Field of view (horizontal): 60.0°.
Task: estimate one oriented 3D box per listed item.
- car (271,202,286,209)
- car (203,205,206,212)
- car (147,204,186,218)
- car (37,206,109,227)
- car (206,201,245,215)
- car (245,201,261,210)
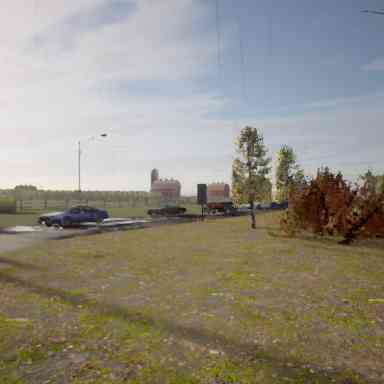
[{"bbox_3d":[15.071,1.716,55.987,2.150,2.045,5.566,-1,-1,32],"label":"car"},{"bbox_3d":[3.297,1.911,43.895,1.837,1.490,4.892,-1,-2,32],"label":"car"},{"bbox_3d":[-2.585,1.900,34.474,1.895,1.301,4.718,-1,-1,32],"label":"car"},{"bbox_3d":[-8.665,1.741,24.808,2.033,1.411,5.357,-1,-1,32],"label":"car"},{"bbox_3d":[3.938,1.787,37.943,1.837,1.490,4.892,-1,-1,32],"label":"car"},{"bbox_3d":[9.272,1.739,53.453,2.150,2.045,5.566,-1,-2,32],"label":"car"}]
